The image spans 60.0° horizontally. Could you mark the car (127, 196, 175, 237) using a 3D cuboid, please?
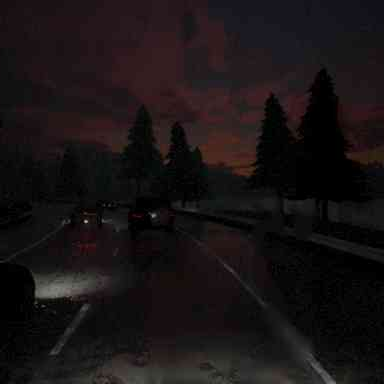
[{"bbox_3d":[-2.352,1.219,18.367,2.150,2.045,5.566,0,0,-12],"label":"car"}]

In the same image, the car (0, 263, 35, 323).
[{"bbox_3d":[-3.787,1.535,4.424,1.812,1.442,4.674,0,0,-4],"label":"car"}]

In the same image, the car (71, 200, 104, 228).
[{"bbox_3d":[-7.015,1.513,22.260,1.837,1.490,4.892,0,0,-16],"label":"car"}]

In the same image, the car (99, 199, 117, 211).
[{"bbox_3d":[-10.439,1.556,39.596,2.033,1.411,5.357,0,0,-28],"label":"car"}]
